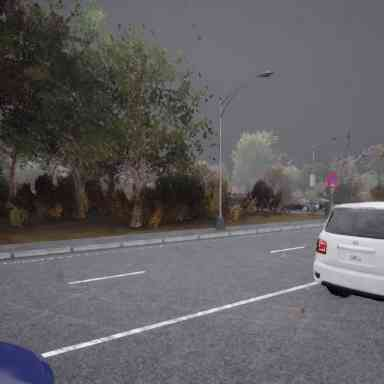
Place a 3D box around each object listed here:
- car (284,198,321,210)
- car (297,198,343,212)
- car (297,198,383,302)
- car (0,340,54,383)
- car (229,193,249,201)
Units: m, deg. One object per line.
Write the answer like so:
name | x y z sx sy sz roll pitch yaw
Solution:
car | 12.507 1.492 38.731 2.128 1.511 4.902 0 0 -33
car | 15.537 1.492 40.515 2.128 1.511 4.902 0 0 -32
car | 5.017 1.221 7.332 5.566 2.045 2.150 0 0 -35
car | -3.103 1.526 1.529 4.674 1.442 1.812 0 0 -36
car | 7.263 1.213 47.061 2.150 2.045 5.566 0 0 -32
